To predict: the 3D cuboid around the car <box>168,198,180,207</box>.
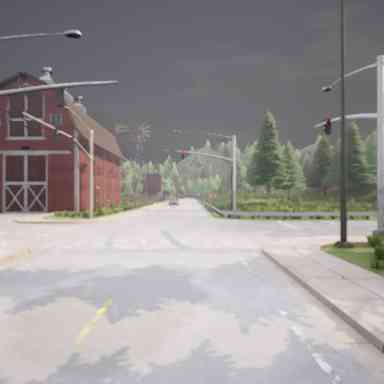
[{"bbox_3d":[-3.537,1.967,65.627,2.097,1.767,4.553,0,-1,0],"label":"car"}]
